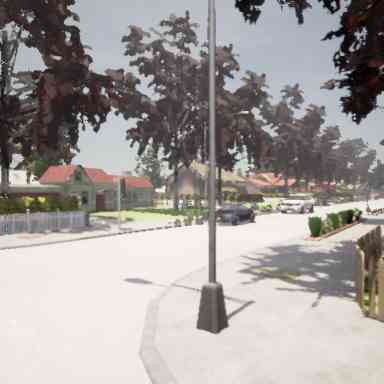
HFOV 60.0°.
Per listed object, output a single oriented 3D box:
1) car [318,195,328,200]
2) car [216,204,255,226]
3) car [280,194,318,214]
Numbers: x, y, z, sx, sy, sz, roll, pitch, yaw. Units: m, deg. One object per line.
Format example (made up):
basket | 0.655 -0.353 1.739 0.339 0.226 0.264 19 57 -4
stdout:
car | 32.516 1.364 86.989 5.357 1.415 2.033 0 0 35
car | 2.897 1.581 23.722 1.994 1.385 4.181 0 0 35
car | 11.322 1.239 35.557 2.150 2.045 5.566 0 0 36
